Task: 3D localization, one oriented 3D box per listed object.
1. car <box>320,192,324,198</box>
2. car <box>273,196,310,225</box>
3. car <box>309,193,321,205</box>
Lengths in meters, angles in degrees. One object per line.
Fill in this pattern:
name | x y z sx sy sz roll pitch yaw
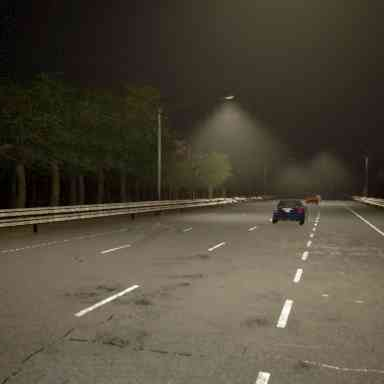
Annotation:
car | 32.982 1.484 87.895 2.097 1.767 4.553 0 0 22
car | 7.378 1.355 24.756 2.097 1.767 4.553 0 0 22
car | 22.667 1.408 62.459 2.097 1.767 4.553 0 0 22
